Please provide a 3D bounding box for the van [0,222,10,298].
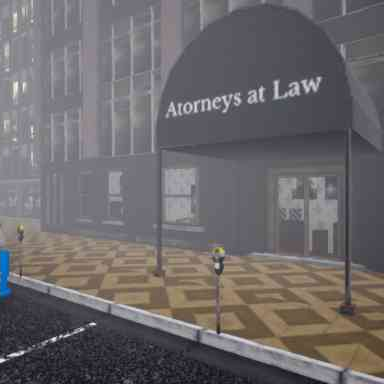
[{"bbox_3d":[-5.327,1.341,6.698,3.998,1.788,1.690,0,0,36],"label":"van"}]
